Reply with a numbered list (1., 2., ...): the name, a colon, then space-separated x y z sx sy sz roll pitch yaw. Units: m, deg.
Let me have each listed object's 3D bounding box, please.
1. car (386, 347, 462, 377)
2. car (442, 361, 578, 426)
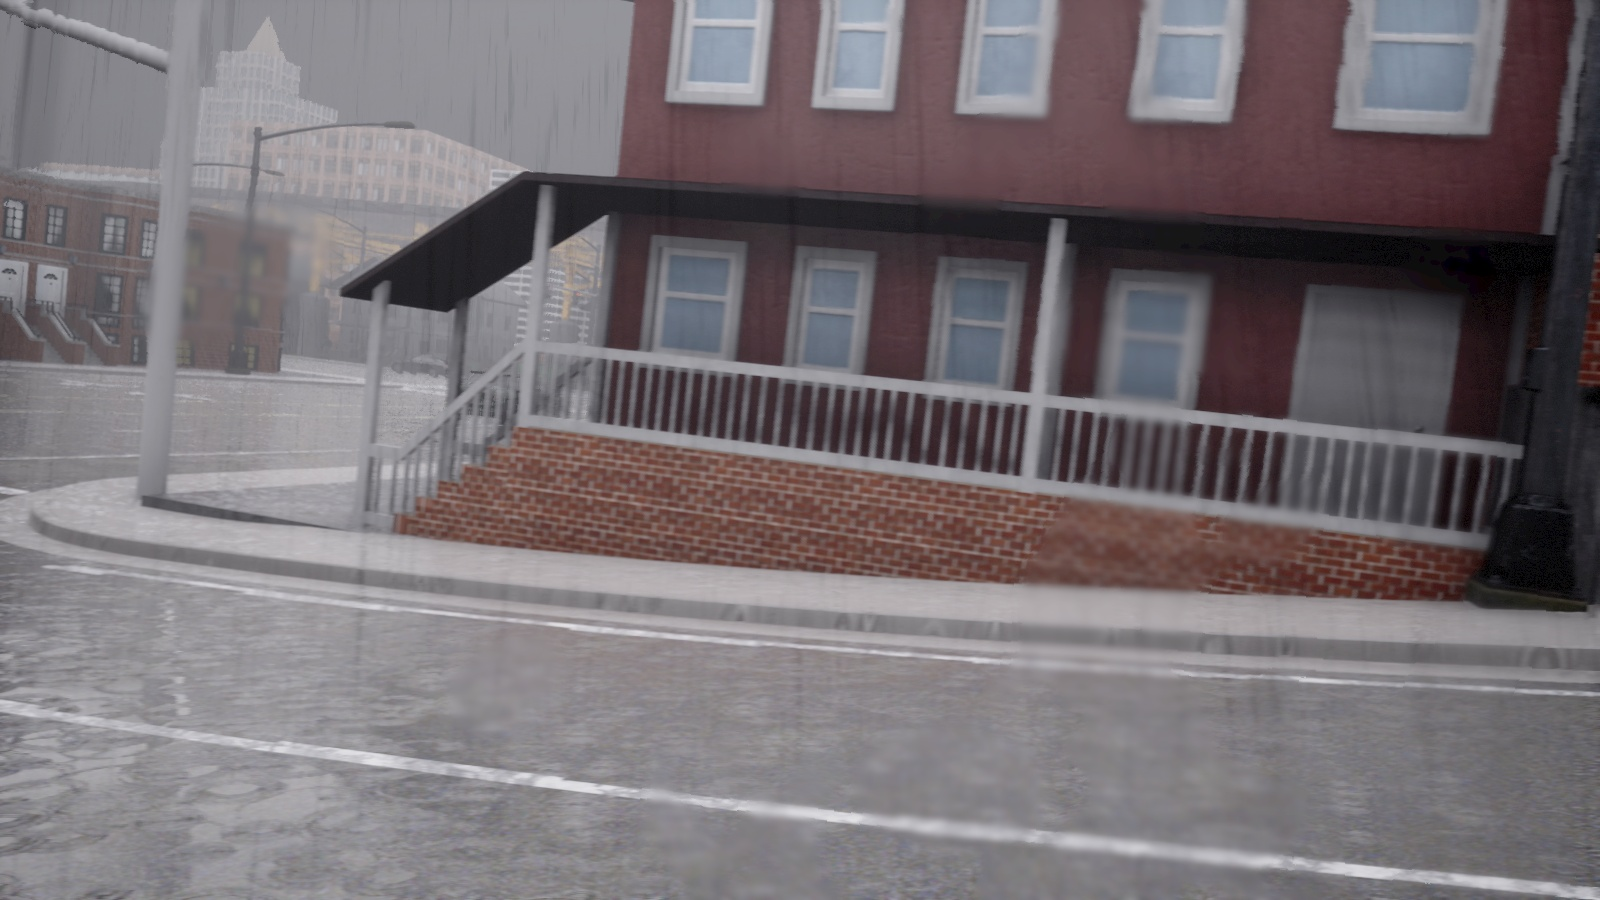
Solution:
1. car: -25.556 -5.952 85.350 4.674 1.442 1.812 8 3 19
2. car: -9.416 -1.814 41.198 2.097 1.767 4.553 8 3 19
